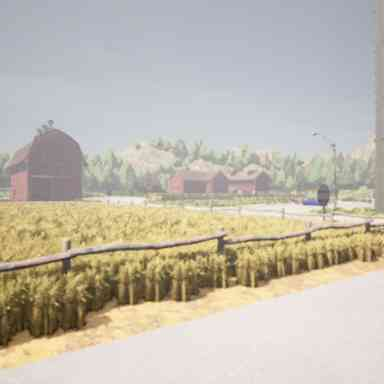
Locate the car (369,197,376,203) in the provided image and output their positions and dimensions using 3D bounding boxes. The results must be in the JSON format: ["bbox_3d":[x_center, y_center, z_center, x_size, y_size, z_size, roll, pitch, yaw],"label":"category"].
[{"bbox_3d":[42.116,1.776,75.164,1.905,1.878,3.866,0,0,-36],"label":"car"}]

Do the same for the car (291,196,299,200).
[{"bbox_3d":[26.079,1.712,79.888,1.932,1.855,4.605,0,0,-36],"label":"car"}]

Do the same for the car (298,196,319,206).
[{"bbox_3d":[22.541,1.801,60.924,2.242,1.667,4.611,0,0,-36],"label":"car"}]
